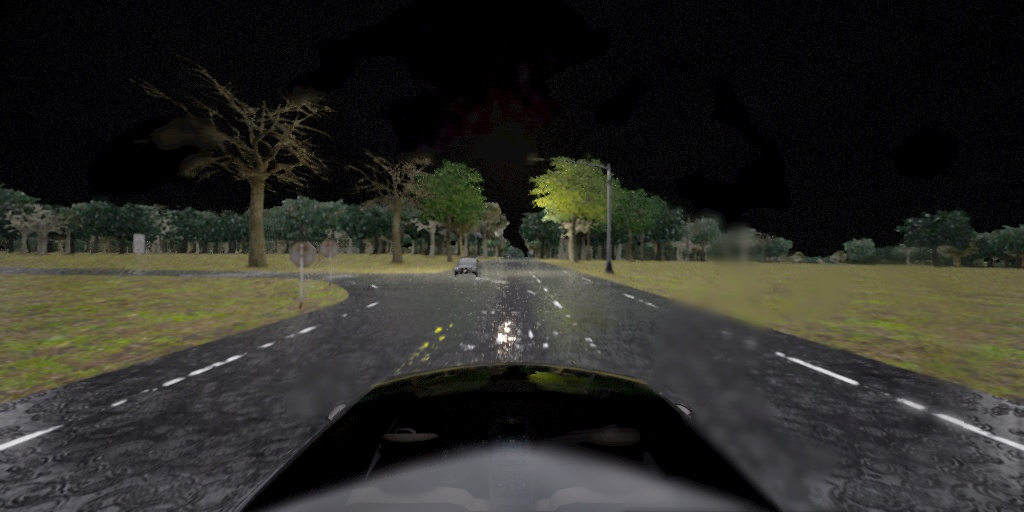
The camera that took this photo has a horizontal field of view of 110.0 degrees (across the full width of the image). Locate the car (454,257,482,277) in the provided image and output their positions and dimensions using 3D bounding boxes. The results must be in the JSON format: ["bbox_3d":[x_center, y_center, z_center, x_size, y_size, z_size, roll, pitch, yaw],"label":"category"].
[{"bbox_3d":[-3.482,0.861,28.897,1.837,1.490,4.892,1,0,0],"label":"car"}]
